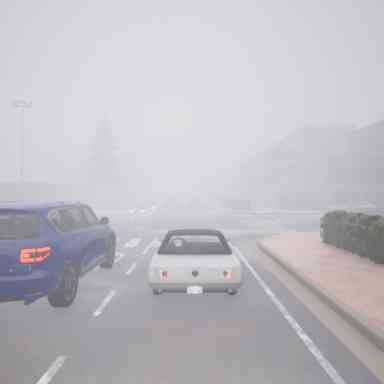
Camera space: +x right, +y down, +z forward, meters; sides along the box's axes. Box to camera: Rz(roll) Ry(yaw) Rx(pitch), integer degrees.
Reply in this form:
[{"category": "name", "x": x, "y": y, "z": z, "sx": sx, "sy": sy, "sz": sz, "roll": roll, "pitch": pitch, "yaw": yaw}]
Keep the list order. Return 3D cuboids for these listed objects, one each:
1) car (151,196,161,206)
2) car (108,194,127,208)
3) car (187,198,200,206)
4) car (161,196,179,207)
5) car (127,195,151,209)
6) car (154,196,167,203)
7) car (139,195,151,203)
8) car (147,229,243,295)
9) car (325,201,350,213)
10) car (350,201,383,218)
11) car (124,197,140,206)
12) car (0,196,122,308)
[{"category": "car", "x": -6.909, "y": 1.615, "z": 56.519, "sx": 1.895, "sy": 1.301, "sz": 4.718, "roll": 0, "pitch": 0, "yaw": 1}, {"category": "car", "x": -10.493, "y": 1.234, "z": 45.402, "sx": 2.150, "sy": 2.045, "sz": 5.566, "roll": 0, "pitch": 0, "yaw": 1}, {"category": "car", "x": 0.253, "y": 1.578, "z": 53.854, "sx": 1.994, "sy": 1.385, "sz": 4.181, "roll": 0, "pitch": 0, "yaw": 0}, {"category": "car", "x": -3.254, "y": 1.366, "z": 52.934, "sx": 2.097, "sy": 1.767, "sz": 4.553, "roll": 0, "pitch": 0, "yaw": 0}, {"category": "car", "x": -7.006, "y": 1.537, "z": 44.606, "sx": 1.812, "sy": 1.442, "sz": 4.674, "roll": 0, "pitch": 0, "yaw": 1}, {"category": "car", "x": -6.703, "y": 1.544, "z": 71.494, "sx": 2.128, "sy": 1.511, "sz": 4.902, "roll": 0, "pitch": 0, "yaw": 2}, {"category": "car", "x": -10.169, "y": 1.519, "z": 72.376, "sx": 1.837, "sy": 1.490, "sz": 4.892, "roll": 0, "pitch": 0, "yaw": 2}, {"category": "car", "x": 0.063, "y": 1.603, "z": 8.647, "sx": 1.895, "sy": 1.301, "sz": 4.718, "roll": 0, "pitch": 0, "yaw": 0}, {"category": "car", "x": 14.906, "y": 1.534, "z": 31.042, "sx": 4.674, "sy": 1.442, "sz": 1.812, "roll": 0, "pitch": 0, "yaw": 0}, {"category": "car", "x": 16.079, "y": 1.608, "z": 27.553, "sx": 4.718, "sy": 1.301, "sz": 1.895, "roll": 0, "pitch": 0, "yaw": 0}, {"category": "car", "x": -10.393, "y": 1.616, "z": 58.138, "sx": 1.895, "sy": 1.301, "sz": 4.718, "roll": 0, "pitch": 0, "yaw": 1}, {"category": "car", "x": -3.438, "y": 1.224, "z": 8.076, "sx": 2.150, "sy": 2.045, "sz": 5.566, "roll": 0, "pitch": 0, "yaw": 0}]
